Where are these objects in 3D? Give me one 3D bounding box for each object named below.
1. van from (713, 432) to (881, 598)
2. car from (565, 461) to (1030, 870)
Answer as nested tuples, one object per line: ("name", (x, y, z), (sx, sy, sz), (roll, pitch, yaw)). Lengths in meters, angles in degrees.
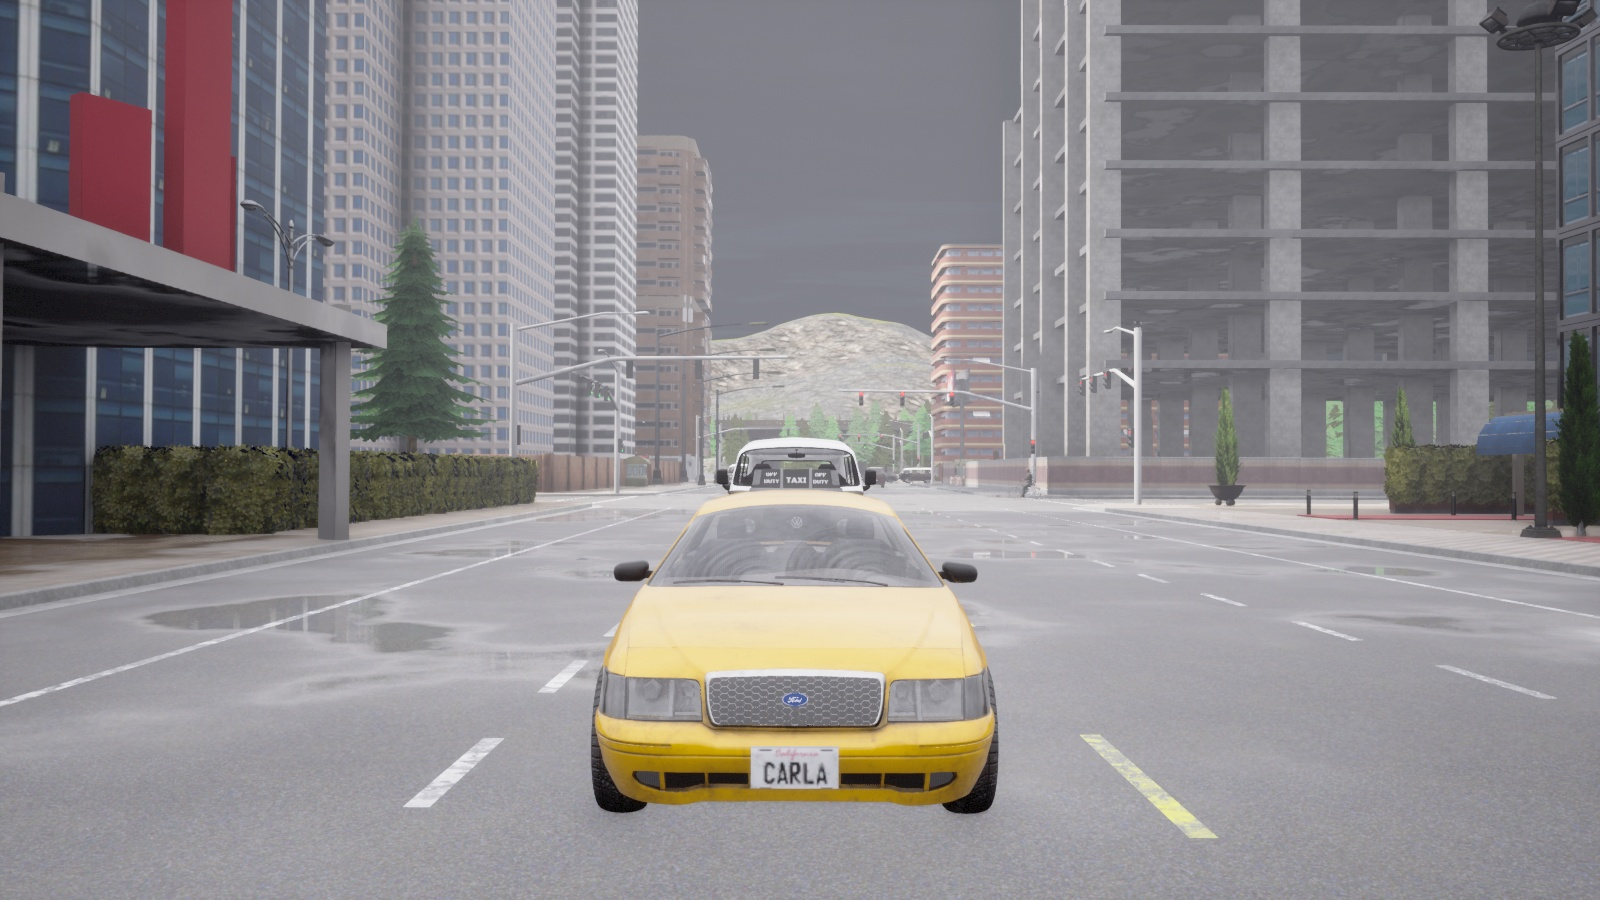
("van", (-0.046, 0.836, 17.761), (2.069, 2.038, 4.480), (0, -1, 0))
("car", (-0.019, 0.880, 7.559), (1.801, 1.575, 5.366), (0, -1, 0))
